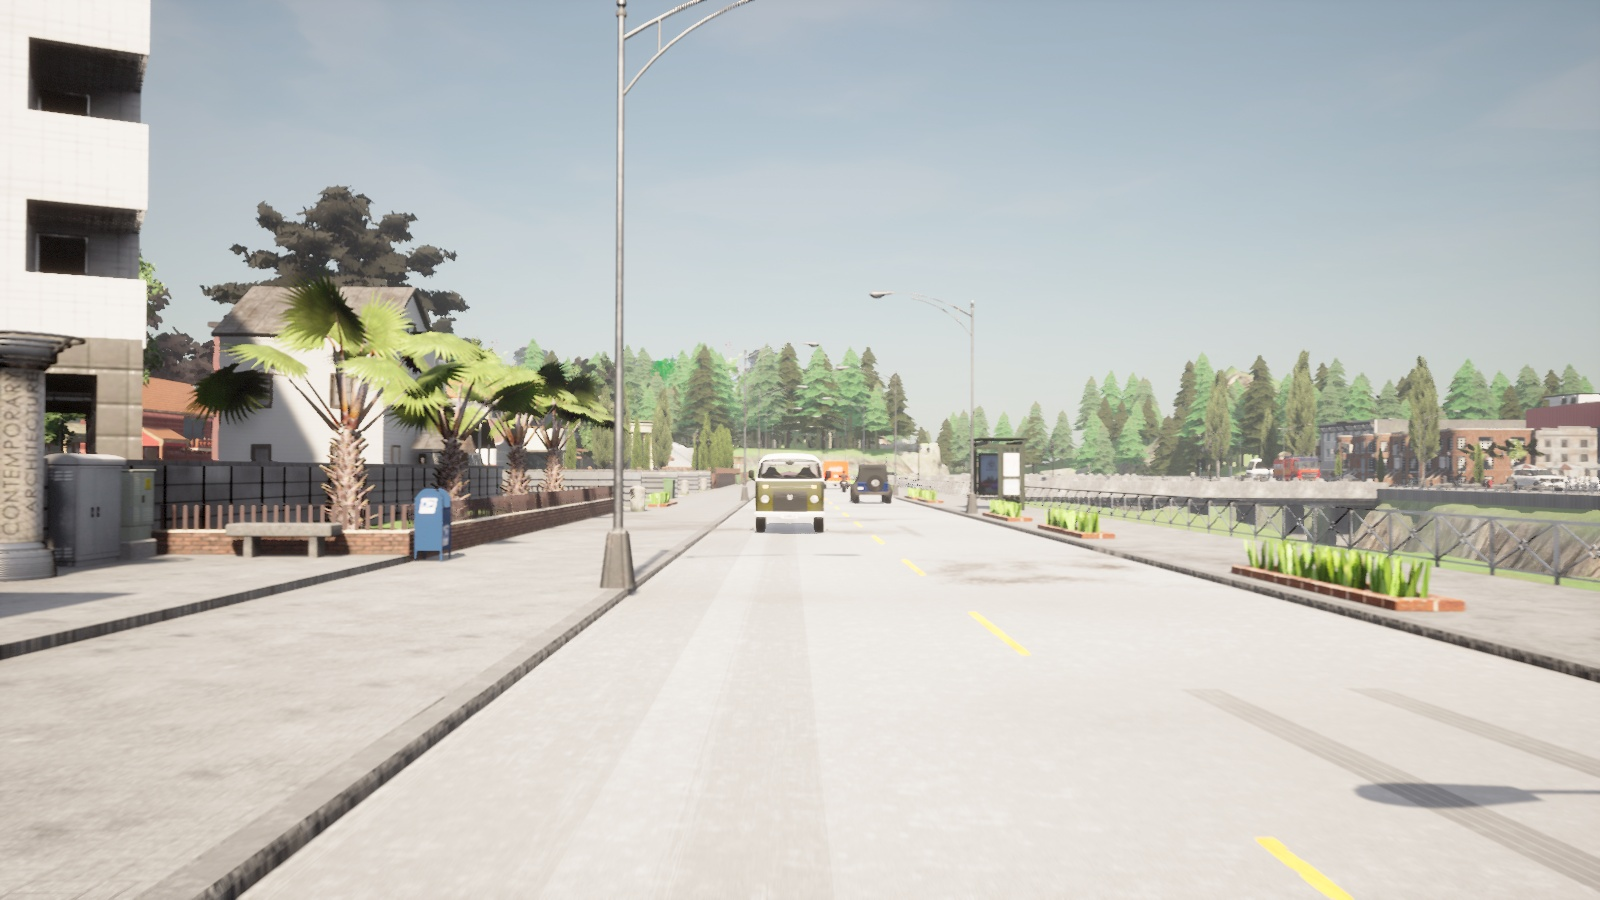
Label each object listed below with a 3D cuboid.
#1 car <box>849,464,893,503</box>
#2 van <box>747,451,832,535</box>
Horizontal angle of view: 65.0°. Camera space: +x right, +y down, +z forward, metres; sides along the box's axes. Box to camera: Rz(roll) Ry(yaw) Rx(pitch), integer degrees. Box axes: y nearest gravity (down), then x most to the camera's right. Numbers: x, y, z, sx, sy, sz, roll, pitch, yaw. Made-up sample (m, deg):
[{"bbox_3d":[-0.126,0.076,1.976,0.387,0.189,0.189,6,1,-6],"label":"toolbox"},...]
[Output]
[{"bbox_3d":[3.489,1.638,62.218,1.905,1.878,3.866,0,-1,0],"label":"car"},{"bbox_3d":[-0.268,1.088,32.801,2.069,2.038,4.480,0,-1,0],"label":"van"}]
